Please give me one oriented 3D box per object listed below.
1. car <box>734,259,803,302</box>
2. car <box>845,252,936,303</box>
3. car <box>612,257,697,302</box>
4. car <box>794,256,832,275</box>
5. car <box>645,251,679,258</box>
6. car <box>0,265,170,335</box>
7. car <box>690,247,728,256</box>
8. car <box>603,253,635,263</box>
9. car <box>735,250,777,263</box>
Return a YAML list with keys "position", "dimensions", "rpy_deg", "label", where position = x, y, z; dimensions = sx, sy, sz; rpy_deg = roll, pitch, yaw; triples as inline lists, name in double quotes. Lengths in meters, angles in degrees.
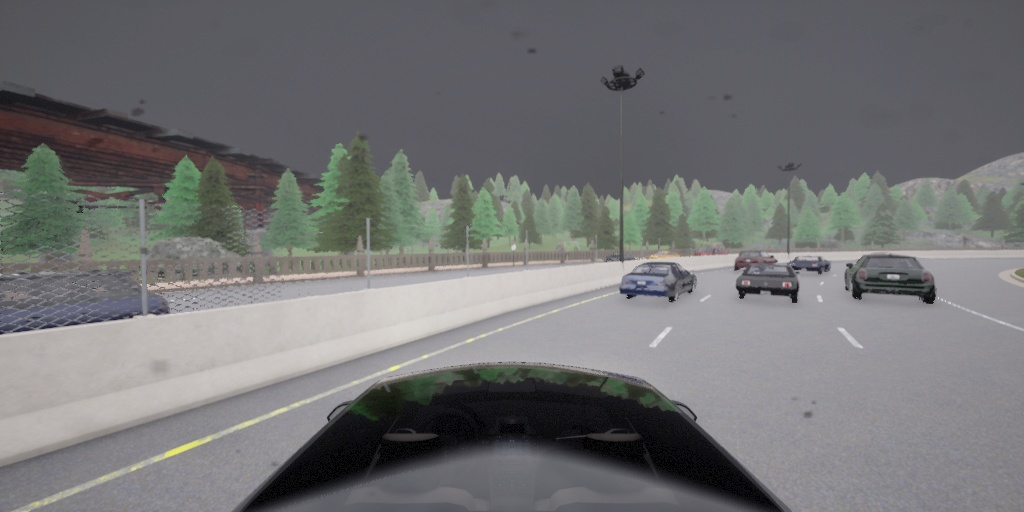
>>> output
- position: [10.496, 0.981, 14.589]
  dimensions: [1.895, 1.301, 4.718]
  rpy_deg: [1, 2, 39]
  label: "car"
- position: [14.897, 0.714, 14.366]
  dimensions: [2.097, 1.767, 4.553]
  rpy_deg: [1, 2, 40]
  label: "car"
- position: [6.136, 0.948, 14.734]
  dimensions: [2.033, 1.411, 5.357]
  rpy_deg: [1, 2, 37]
  label: "car"
- position: [22.241, 0.624, 26.699]
  dimensions: [4.718, 1.301, 1.895]
  rpy_deg: [-2, 2, -41]
  label: "car"
- position: [17.092, 0.189, 40.733]
  dimensions: [5.008, 1.535, 1.882]
  rpy_deg: [-1, 2, -38]
  label: "car"
- position: [-8.350, 1.057, 5.463]
  dimensions: [2.097, 1.767, 4.553]
  rpy_deg: [1, 2, 30]
  label: "car"
- position: [22.132, -0.002, 40.198]
  dimensions: [5.566, 2.045, 2.150]
  rpy_deg: [-1, 2, -36]
  label: "car"
- position: [12.378, 0.285, 41.420]
  dimensions: [4.181, 1.385, 1.994]
  rpy_deg: [-1, 2, -40]
  label: "car"
- position: [19.955, 0.326, 29.260]
  dimensions: [4.553, 1.767, 2.097]
  rpy_deg: [-2, 2, -41]
  label: "car"
